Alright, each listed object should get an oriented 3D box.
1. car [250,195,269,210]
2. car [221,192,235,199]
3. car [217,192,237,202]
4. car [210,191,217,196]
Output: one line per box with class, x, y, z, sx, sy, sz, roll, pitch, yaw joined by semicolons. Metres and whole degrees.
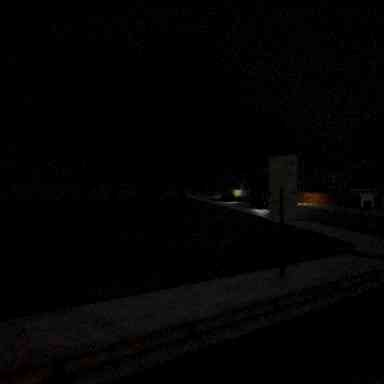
car;7.937;1.112;37.290;1.837;1.490;4.892;-1;1;-6
car;7.386;0.709;69.136;1.895;1.301;4.718;-1;1;-6
car;6.019;0.898;55.584;2.033;1.411;5.357;-1;1;-6
car;5.684;0.366;84.999;1.812;1.442;4.674;-1;1;-6
